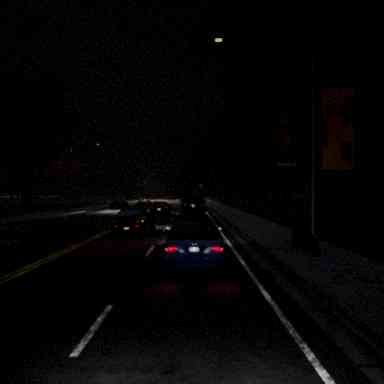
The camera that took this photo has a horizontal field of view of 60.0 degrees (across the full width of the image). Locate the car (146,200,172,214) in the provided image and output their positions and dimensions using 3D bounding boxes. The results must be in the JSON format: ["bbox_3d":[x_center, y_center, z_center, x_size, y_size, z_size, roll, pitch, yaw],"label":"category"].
[{"bbox_3d":[-3.140,1.615,33.760,1.994,1.385,4.181,0,0,0],"label":"car"}]

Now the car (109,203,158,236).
[{"bbox_3d":[-3.148,1.553,18.310,1.812,1.442,4.674,0,0,0],"label":"car"}]

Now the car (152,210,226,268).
[{"bbox_3d":[0.072,1.565,11.291,2.033,1.411,5.357,0,0,0],"label":"car"}]

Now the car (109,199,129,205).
[{"bbox_3d":[-9.819,1.670,44.893,1.895,1.301,4.718,0,0,0],"label":"car"}]

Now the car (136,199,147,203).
[{"bbox_3d":[-6.569,1.670,44.912,1.895,1.301,4.718,0,0,0],"label":"car"}]

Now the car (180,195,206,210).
[{"bbox_3d":[0.105,1.269,30.917,2.150,2.045,5.566,0,0,0],"label":"car"}]
